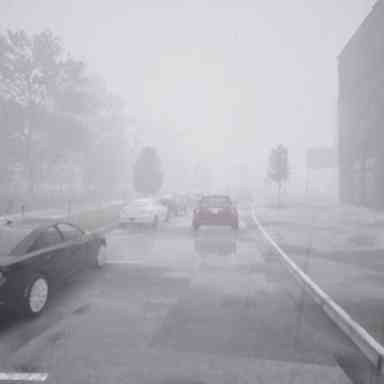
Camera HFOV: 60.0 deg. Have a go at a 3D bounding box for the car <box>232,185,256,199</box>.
[{"bbox_3d":[6.901,0.195,43.869,1.994,1.385,4.181,0,2,17],"label":"car"}]

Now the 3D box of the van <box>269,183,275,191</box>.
[{"bbox_3d":[17.015,-1.112,76.477,1.878,1.987,4.442,-3,1,28],"label":"van"}]

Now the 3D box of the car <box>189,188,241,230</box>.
[{"bbox_3d":[1.280,0.843,17.104,2.097,1.767,4.553,0,2,6],"label":"car"}]

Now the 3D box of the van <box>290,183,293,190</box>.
[{"bbox_3d":[26.188,-1.510,90.499,1.878,1.987,4.442,-2,1,34],"label":"van"}]

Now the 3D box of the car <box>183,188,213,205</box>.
[{"bbox_3d":[0.762,0.417,35.651,2.097,1.535,5.008,0,2,14],"label":"car"}]

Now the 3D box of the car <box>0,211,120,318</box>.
[{"bbox_3d":[-3.419,1.285,7.198,2.097,1.535,5.008,1,2,5],"label":"car"}]

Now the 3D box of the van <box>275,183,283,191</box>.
[{"bbox_3d":[19.917,-1.253,81.259,1.878,1.987,4.442,-3,1,33],"label":"van"}]

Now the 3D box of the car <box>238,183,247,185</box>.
[{"bbox_3d":[7.240,-0.240,56.268,2.231,1.521,4.892,-3,1,21],"label":"car"}]

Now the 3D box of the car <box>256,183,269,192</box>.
[{"bbox_3d":[14.355,-0.745,71.652,1.946,1.575,5.366,-3,1,29],"label":"car"}]

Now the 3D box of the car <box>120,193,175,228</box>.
[{"bbox_3d":[-2.459,1.035,17.687,2.002,1.452,4.674,-1,1,8],"label":"car"}]

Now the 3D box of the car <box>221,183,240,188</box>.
[{"bbox_3d":[5.271,-0.069,51.037,2.231,1.521,4.892,-3,1,21],"label":"car"}]

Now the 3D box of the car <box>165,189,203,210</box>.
[{"bbox_3d":[-0.605,0.617,29.476,2.231,1.521,4.892,0,2,12],"label":"car"}]

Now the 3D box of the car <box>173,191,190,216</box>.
[{"bbox_3d":[-1.586,0.809,23.855,2.097,1.535,5.008,-1,2,10],"label":"car"}]

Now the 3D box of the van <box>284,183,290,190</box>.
[{"bbox_3d":[22.980,-1.386,85.934,1.878,1.987,4.442,-3,1,33],"label":"van"}]
